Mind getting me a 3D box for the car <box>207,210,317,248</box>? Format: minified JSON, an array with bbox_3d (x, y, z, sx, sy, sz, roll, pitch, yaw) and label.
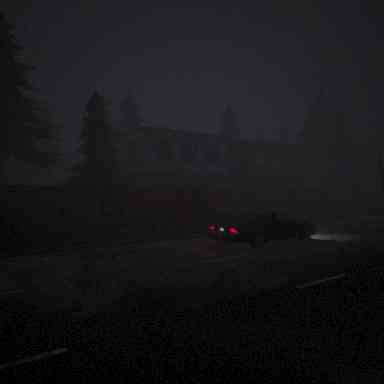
[{"bbox_3d":[3.202,1.521,14.626,5.357,1.411,2.033,0,0,-36],"label":"car"}]
